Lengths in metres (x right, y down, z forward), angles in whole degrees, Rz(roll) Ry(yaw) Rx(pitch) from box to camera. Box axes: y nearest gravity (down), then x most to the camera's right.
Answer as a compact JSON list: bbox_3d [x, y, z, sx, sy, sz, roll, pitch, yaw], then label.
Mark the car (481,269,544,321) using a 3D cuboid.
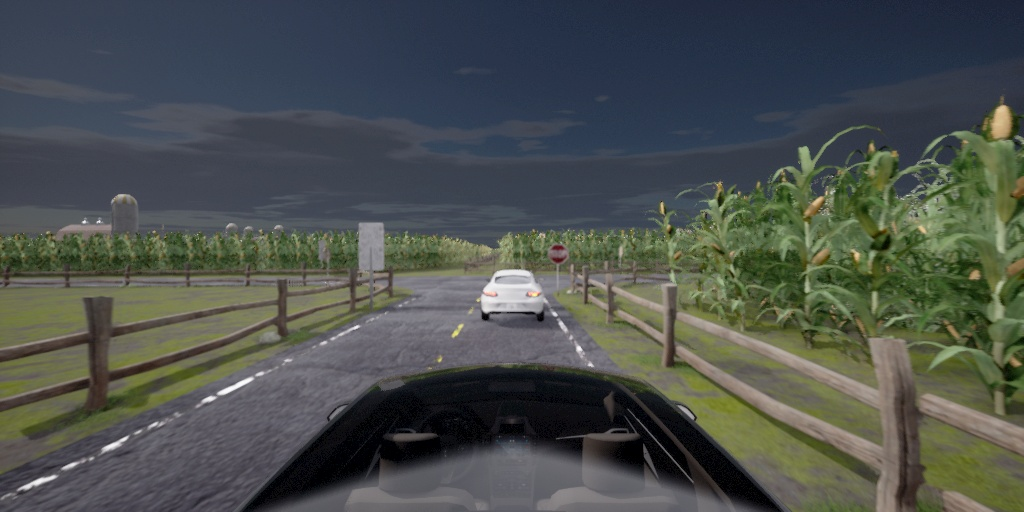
[{"bbox_3d":[0.072,1.143,11.758,1.812,1.442,4.674,0,1,2],"label":"car"}]
